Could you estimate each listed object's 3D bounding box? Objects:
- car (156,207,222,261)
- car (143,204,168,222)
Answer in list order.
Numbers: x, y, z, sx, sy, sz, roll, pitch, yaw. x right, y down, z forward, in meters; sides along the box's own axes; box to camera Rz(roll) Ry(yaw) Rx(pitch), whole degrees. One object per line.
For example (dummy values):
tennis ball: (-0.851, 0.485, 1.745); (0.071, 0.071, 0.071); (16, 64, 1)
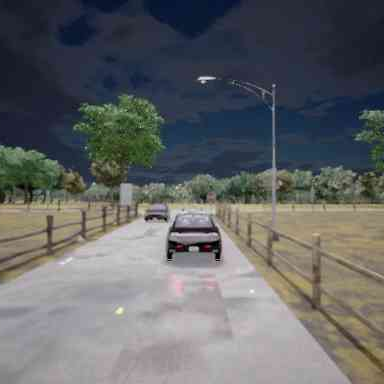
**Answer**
car: (0.065, 1.523, 12.482); (2.128, 1.511, 4.902); (0, 0, 0)
car: (-2.800, 1.689, 27.919); (2.033, 1.411, 5.357); (0, -1, 0)
